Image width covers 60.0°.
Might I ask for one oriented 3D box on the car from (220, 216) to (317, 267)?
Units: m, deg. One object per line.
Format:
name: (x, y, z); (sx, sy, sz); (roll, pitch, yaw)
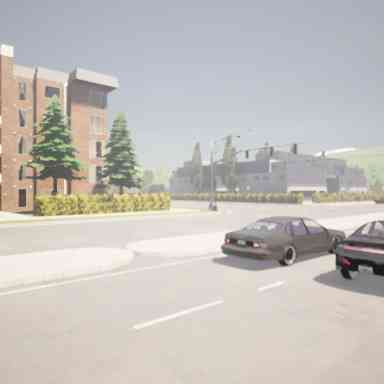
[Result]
car: (3.368, 1.539, 11.533); (5.357, 1.411, 2.033); (0, 0, -41)

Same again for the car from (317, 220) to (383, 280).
car: (5.636, 1.484, 8.866); (4.902, 1.511, 2.128); (0, 0, -41)

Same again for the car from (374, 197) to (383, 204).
car: (34.635, 1.545, 60.097); (4.718, 1.301, 1.895); (0, 0, -41)
